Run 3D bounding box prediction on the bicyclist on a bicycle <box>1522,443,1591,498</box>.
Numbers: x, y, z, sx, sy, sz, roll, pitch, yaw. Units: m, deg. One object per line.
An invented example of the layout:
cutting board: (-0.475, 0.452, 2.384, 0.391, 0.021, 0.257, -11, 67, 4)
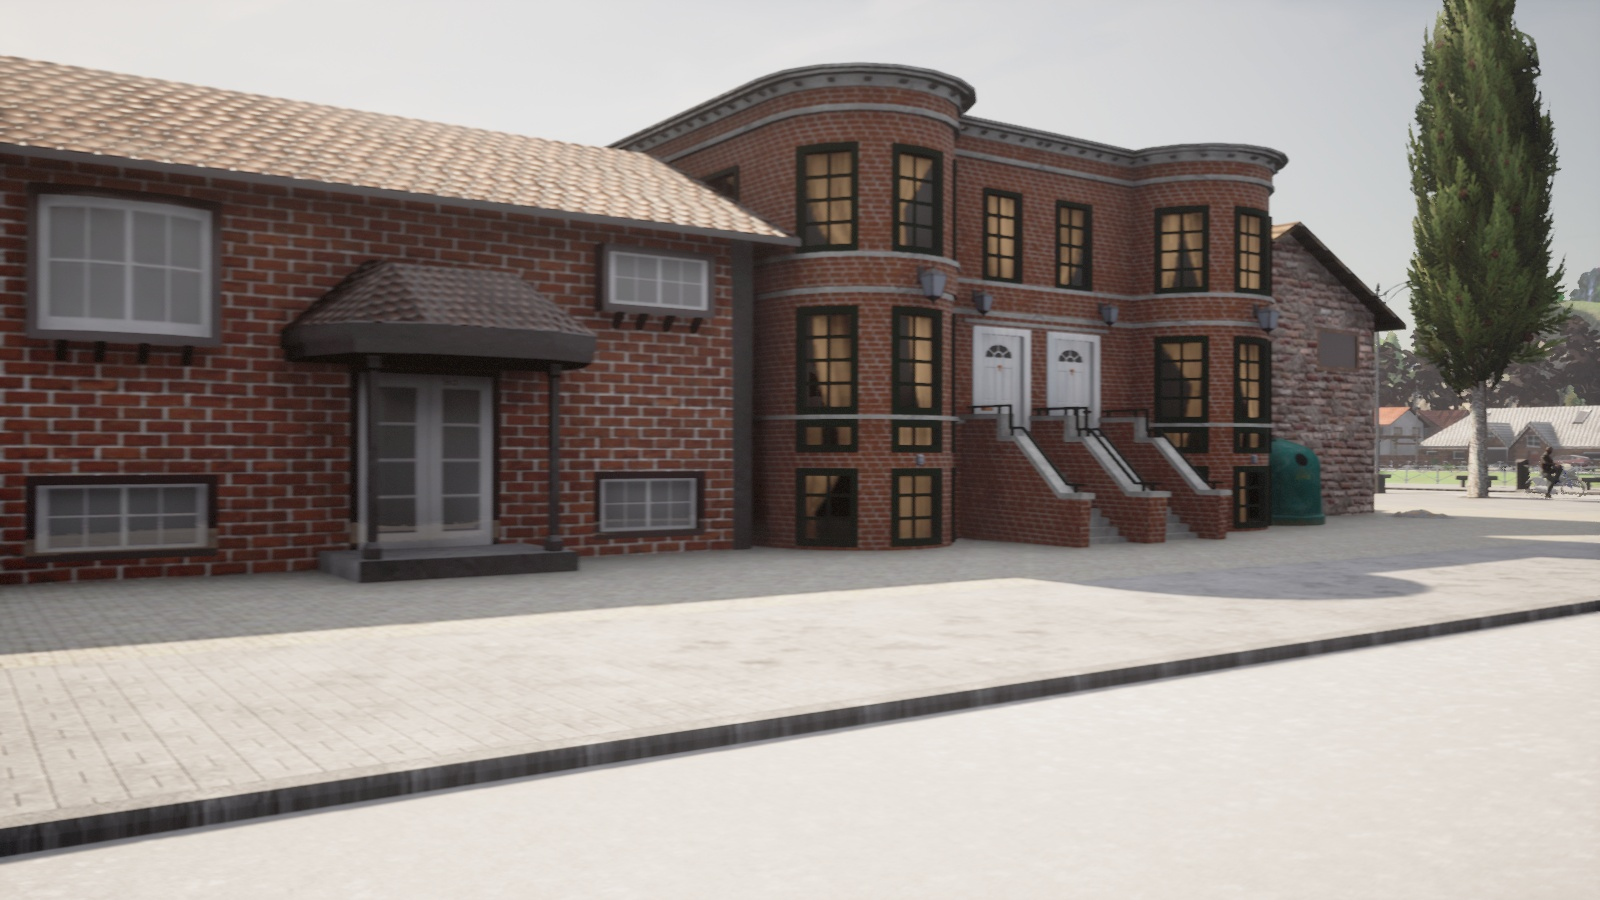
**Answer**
bicyclist on a bicycle: (25.109, 0.665, 41.701, 0.659, 1.776, 1.843, 0, 0, -35)
